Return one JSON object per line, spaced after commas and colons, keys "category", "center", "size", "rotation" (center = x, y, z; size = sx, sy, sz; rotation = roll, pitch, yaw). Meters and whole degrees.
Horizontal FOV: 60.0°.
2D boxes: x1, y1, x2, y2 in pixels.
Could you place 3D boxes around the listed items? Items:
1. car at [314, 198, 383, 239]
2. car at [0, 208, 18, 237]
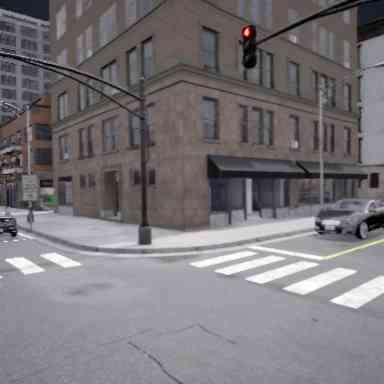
{"category": "car", "center": [7.142, 1.044, 14.491], "size": [4.902, 1.511, 2.128], "rotation": [-2, 2, -42]}
{"category": "car", "center": [-9.792, 1.454, 16.208], "size": [2.008, 1.369, 4.403], "rotation": [-2, 1, -40]}
